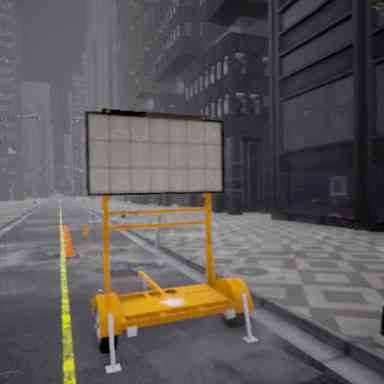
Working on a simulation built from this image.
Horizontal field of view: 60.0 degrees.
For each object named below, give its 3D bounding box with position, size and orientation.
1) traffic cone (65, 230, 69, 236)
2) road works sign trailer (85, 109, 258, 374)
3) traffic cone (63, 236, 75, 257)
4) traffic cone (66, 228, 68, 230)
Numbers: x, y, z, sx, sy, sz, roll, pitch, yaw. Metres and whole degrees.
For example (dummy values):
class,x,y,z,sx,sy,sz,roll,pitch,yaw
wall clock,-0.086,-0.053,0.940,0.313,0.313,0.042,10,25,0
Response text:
class,x,y,z,sx,sy,sz,roll,pitch,yaw
traffic cone,-5.116,1.984,13.707,0.340,0.580,0.340,-1,0,-22
road works sign trailer,-0.609,0.441,5.820,2.380,3.560,2.880,-1,0,-22
traffic cone,-4.375,1.977,11.850,0.340,0.580,0.340,-1,0,-22
traffic cone,-5.858,1.991,15.565,0.340,0.580,0.340,-1,0,-22
